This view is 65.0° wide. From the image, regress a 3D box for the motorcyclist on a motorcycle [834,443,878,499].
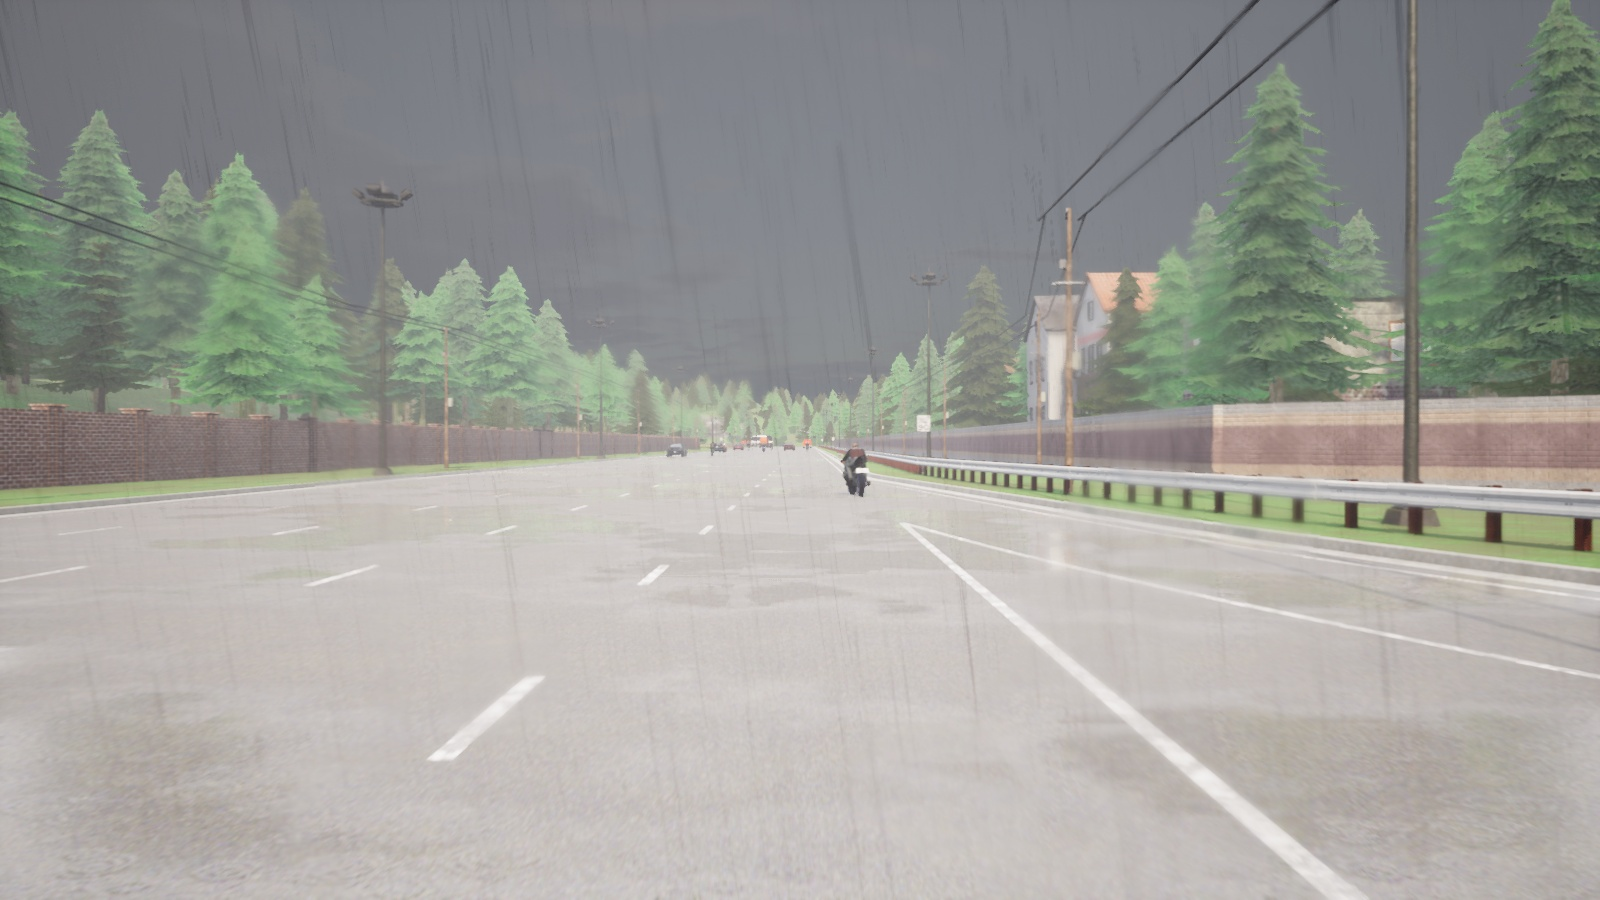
[{"bbox_3d":[1.565,0.582,35.522,0.866,1.530,2.191,0,0,-7],"label":"motorcyclist on a motorcycle"}]
